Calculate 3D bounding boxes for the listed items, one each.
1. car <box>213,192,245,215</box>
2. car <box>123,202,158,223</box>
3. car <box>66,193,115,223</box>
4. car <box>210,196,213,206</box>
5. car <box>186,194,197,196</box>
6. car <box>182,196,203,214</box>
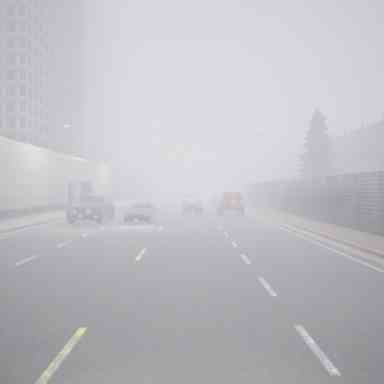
[{"bbox_3d":[3.445,0.990,30.434,2.150,2.045,5.566,0,1,0],"label":"car"},{"bbox_3d":[-3.546,1.410,23.800,2.033,1.411,5.357,0,0,0],"label":"car"},{"bbox_3d":[-7.046,1.139,23.760,2.150,2.045,5.566,0,0,0],"label":"car"},{"bbox_3d":[3.456,1.179,45.484,1.812,1.442,4.674,0,0,0],"label":"car"},{"bbox_3d":[-0.037,1.015,44.245,2.097,1.767,4.553,0,0,0],"label":"car"},{"bbox_3d":[0.038,1.360,31.628,1.895,1.301,4.718,0,0,0],"label":"car"}]
